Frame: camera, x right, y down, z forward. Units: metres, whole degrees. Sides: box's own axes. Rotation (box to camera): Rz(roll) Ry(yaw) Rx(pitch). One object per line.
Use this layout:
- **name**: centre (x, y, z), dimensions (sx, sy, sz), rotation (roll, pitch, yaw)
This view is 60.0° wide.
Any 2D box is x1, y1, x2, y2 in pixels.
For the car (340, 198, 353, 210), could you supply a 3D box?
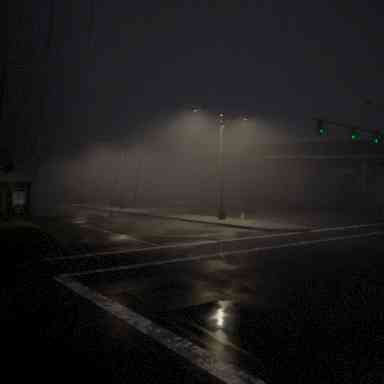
- **car**: centre (18.160, 1.456, 42.040), dimensions (1.970, 1.475, 3.806), rotation (0, 0, -35)

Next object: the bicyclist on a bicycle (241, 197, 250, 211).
- **bicyclist on a bicycle**: centre (6.318, 1.430, 39.756), dimensions (1.656, 1.620, 0.582), rotation (-6, -7, -37)

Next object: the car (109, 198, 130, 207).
- **car**: centre (-11.092, 1.564, 50.726), dimensions (1.994, 1.385, 4.181), rotation (0, 0, -35)

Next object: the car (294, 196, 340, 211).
- **car**: centre (13.896, 1.295, 38.116), dimensions (2.242, 1.667, 4.611), rotation (0, 0, -35)

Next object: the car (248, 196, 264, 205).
- **car**: centre (11.850, 1.478, 60.724), dimensions (1.882, 1.535, 5.008), rotation (0, 0, 29)
